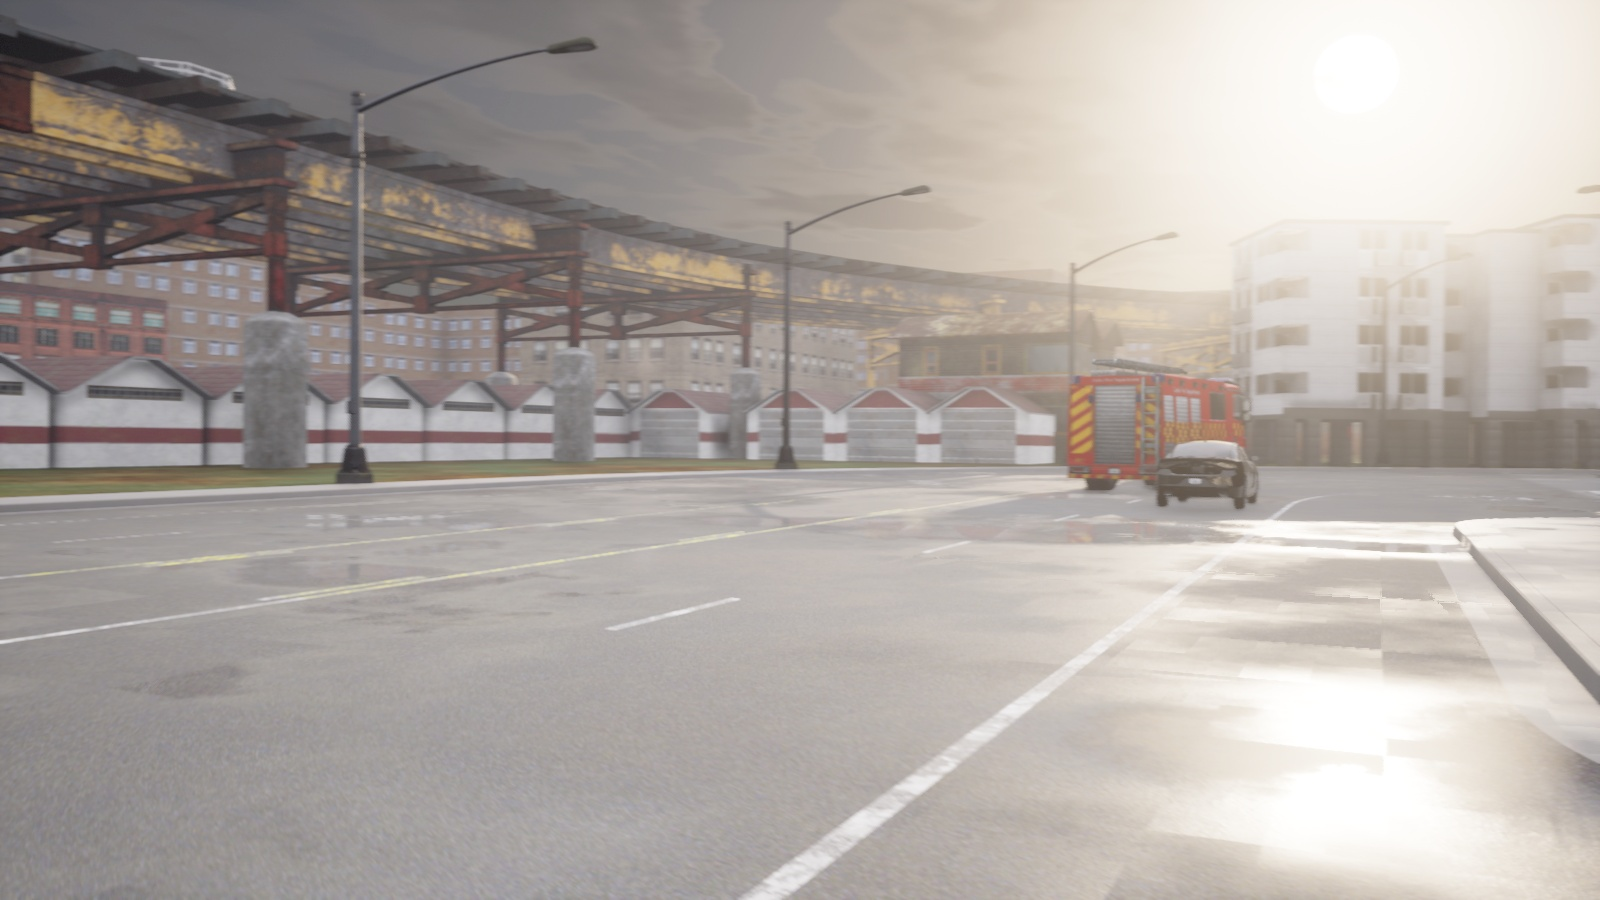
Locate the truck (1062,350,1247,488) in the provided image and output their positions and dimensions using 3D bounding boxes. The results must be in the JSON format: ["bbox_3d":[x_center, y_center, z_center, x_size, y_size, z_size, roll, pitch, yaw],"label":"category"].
[{"bbox_3d":[11.216,-0.901,39.051,2.891,3.827,8.468,0,1,35],"label":"truck"}]

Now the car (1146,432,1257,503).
[{"bbox_3d":[9.538,0.346,29.555,1.882,1.535,5.008,0,1,25],"label":"car"}]
